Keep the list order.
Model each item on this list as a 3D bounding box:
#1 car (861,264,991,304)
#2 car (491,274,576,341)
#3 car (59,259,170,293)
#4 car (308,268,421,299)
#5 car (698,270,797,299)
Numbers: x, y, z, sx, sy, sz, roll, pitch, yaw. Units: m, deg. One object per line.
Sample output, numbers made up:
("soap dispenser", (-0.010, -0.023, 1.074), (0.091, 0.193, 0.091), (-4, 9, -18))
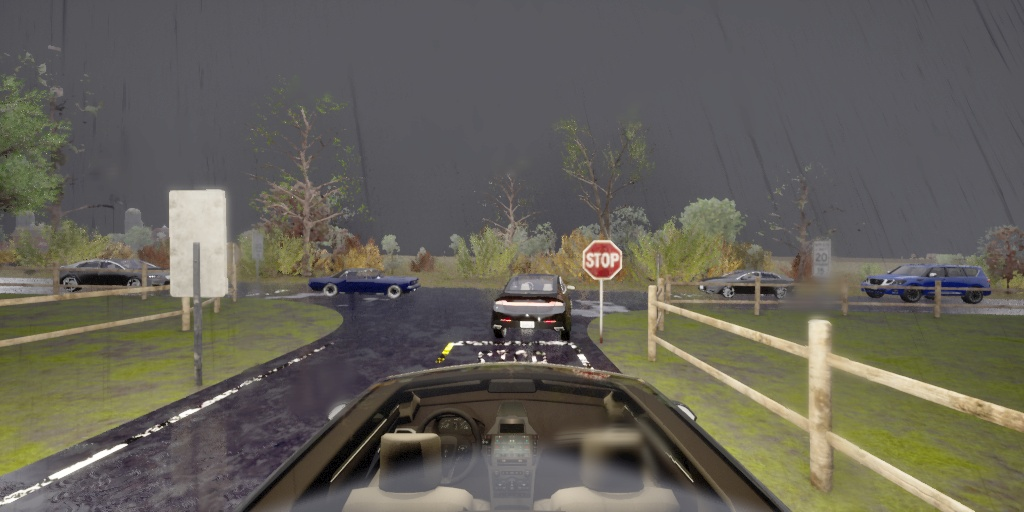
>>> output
("car", (22.900, 1.467, 19.932), (5.566, 2.045, 2.150), (1, 1, 0))
("car", (0.707, 1.240, 9.986), (2.128, 1.511, 4.902), (0, 0, 9))
("car", (-18.489, 0.885, 17.034), (4.902, 1.511, 2.128), (1, 1, 0))
("car", (-6.821, 1.248, 17.017), (4.718, 1.301, 1.895), (1, 1, 0))
("car", (13.005, 1.525, 19.944), (4.902, 1.511, 2.128), (1, 1, 0))
